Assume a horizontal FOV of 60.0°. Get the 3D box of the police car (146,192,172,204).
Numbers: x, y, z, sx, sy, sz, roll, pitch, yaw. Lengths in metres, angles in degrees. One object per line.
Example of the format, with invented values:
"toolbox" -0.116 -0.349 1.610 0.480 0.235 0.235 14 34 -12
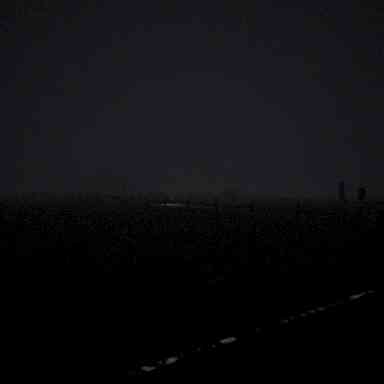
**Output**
"police car" -4.635 0.873 47.637 2.038 1.542 4.974 1 1 -36
